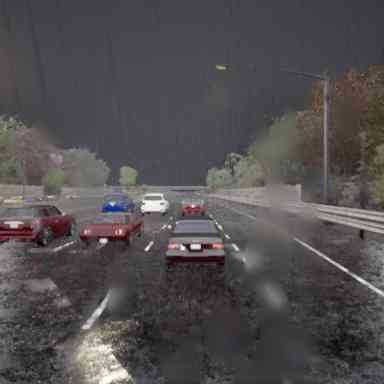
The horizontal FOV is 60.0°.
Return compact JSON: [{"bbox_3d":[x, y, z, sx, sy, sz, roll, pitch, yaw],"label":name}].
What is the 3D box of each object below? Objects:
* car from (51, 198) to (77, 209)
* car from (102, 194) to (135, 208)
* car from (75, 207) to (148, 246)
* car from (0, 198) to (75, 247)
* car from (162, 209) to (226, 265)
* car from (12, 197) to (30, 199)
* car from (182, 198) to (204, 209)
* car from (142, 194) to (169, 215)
[{"bbox_3d":[-17.581,1.518,45.865,1.994,1.385,4.181,0,0,0],"label":"car"},{"bbox_3d":[-6.906,1.182,31.483,2.150,2.045,5.566,0,0,0],"label":"car"},{"bbox_3d":[-3.401,1.578,15.036,1.895,1.301,4.718,0,0,0],"label":"car"},{"bbox_3d":[-6.902,1.329,15.027,2.097,1.767,4.553,0,0,0],"label":"car"},{"bbox_3d":[0.099,1.529,11.528,2.033,1.411,5.357,0,0,0],"label":"car"},{"bbox_3d":[-21.092,1.501,43.811,2.033,1.411,5.357,0,0,0],"label":"car"},{"bbox_3d":[0.094,1.312,32.072,2.097,1.767,4.553,0,0,0],"label":"car"},{"bbox_3d":[-3.401,1.182,31.423,2.150,2.045,5.566,0,0,0],"label":"car"}]
